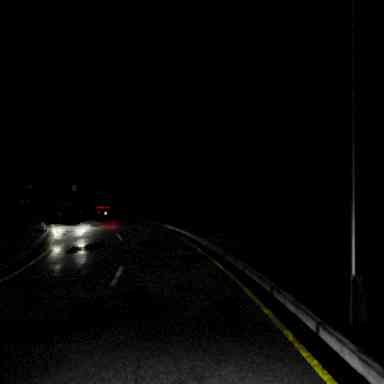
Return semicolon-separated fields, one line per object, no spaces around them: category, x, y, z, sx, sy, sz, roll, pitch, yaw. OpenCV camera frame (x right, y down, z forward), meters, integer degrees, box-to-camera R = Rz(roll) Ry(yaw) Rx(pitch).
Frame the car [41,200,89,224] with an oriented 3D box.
car;-9.303;1.315;23.608;1.882;1.535;5.008;0;0;-36

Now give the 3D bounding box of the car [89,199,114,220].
car;-7.875;1.333;26.602;1.837;1.490;4.892;1;-1;-37

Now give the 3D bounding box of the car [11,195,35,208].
car;-20.277;0.998;38.275;5.357;1.411;2.033;2;1;35
